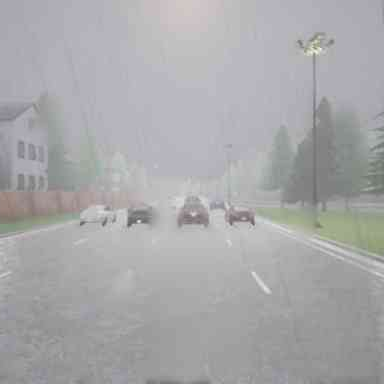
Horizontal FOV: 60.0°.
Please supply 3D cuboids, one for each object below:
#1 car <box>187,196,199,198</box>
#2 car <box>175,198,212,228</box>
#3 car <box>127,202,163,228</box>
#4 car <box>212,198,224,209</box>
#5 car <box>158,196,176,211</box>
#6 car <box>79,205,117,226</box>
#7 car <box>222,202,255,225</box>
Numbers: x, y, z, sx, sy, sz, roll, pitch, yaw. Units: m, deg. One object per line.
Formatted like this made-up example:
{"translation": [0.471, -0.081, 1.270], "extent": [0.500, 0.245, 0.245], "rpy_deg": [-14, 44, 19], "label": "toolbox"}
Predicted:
{"translation": [0.103, 1.535, 45.501], "extent": [2.150, 2.045, 5.566], "rpy_deg": [0, 0, 0], "label": "car"}
{"translation": [0.102, 1.516, 23.589], "extent": [2.097, 1.767, 4.553], "rpy_deg": [0, 0, 0], "label": "car"}
{"translation": [-3.399, 1.668, 23.800], "extent": [1.837, 1.490, 4.892], "rpy_deg": [0, -1, 0], "label": "car"}
{"translation": [3.629, 1.682, 48.203], "extent": [2.097, 1.767, 4.553], "rpy_deg": [0, 0, 1], "label": "car"}
{"translation": [-3.396, 1.536, 45.578], "extent": [2.150, 2.045, 5.566], "rpy_deg": [0, 0, 0], "label": "car"}
{"translation": [-6.902, 1.696, 24.705], "extent": [1.812, 1.442, 4.674], "rpy_deg": [0, -1, 0], "label": "car"}
{"translation": [3.598, 1.701, 25.436], "extent": [1.812, 1.442, 4.674], "rpy_deg": [0, 0, 0], "label": "car"}
